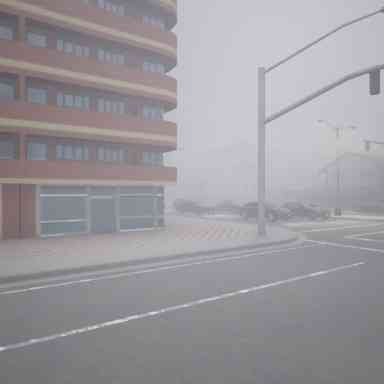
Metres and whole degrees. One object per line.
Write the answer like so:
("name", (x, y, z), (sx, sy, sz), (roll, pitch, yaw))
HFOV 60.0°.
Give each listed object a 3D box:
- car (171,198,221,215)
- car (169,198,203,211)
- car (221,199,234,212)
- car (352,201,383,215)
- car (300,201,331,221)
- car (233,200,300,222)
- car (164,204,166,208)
("car", (0.321, 1.545, 34.738), (2.033, 1.411, 5.357), (0, 0, -34))
("car", (-0.839, 1.505, 42.595), (1.837, 1.490, 4.892), (0, 0, -35))
("car", (4.344, 1.526, 35.085), (1.812, 1.442, 4.674), (0, 0, -34))
("car", (18.967, 1.564, 34.521), (1.994, 1.385, 4.181), (0, 0, -35))
("car", (9.279, 1.526, 27.914), (1.812, 1.442, 4.674), (0, 0, -34))
("car", (5.844, 1.505, 26.709), (1.837, 1.490, 4.892), (0, 0, -34))
("car", (-5.392, 1.547, 43.038), (2.033, 1.411, 5.357), (0, 0, -34))
